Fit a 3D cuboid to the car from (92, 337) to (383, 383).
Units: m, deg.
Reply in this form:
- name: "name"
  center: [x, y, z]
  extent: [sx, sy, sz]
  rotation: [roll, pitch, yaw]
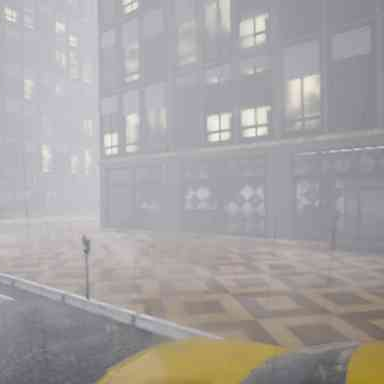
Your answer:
- name: "car"
  center: [1.258, 1.526, 1.842]
  extent: [4.829, 1.417, 1.752]
  rotation: [0, -1, 35]
